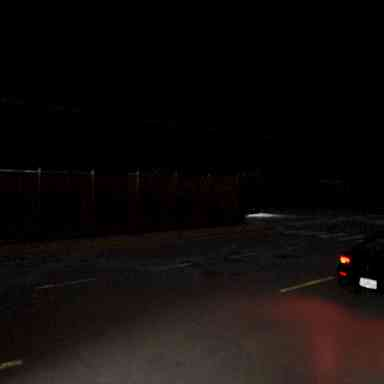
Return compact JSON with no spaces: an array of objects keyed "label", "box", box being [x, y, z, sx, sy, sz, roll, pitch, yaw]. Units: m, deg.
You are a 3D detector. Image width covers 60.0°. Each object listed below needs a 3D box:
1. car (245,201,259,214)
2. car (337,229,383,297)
[{"label":"car","box":[4.946,1.530,34.426,1.994,1.385,4.181,0,0,-36]},{"label":"car","box":[5.096,1.495,7.419,4.674,1.442,1.812,0,0,-35]}]
